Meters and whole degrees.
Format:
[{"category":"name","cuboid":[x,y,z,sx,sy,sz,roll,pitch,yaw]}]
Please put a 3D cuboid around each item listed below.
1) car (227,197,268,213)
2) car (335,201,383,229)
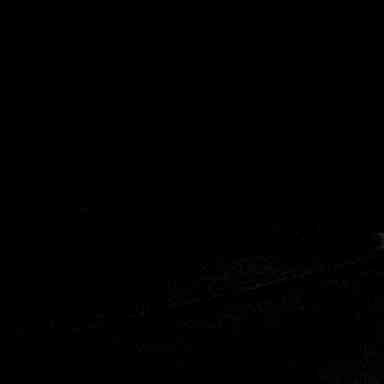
[{"category":"car","cuboid":[5.129,1.261,33.287,4.902,1.511,2.128,0,0,32]},{"category":"car","cuboid":[10.946,1.335,20.424,1.837,1.490,4.892,2,0,-15]}]
